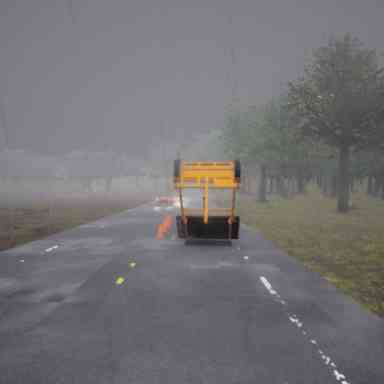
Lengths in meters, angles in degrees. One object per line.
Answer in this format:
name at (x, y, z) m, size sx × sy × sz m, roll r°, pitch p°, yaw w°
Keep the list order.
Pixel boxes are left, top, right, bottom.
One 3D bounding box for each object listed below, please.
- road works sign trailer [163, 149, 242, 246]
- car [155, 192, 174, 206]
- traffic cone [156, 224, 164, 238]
road works sign trailer at (0.548, 0.801, 11.772) m, size 2.380 × 3.560 × 2.880 m, roll 0°, pitch 46°, yaw 4°
car at (-3.538, 0.870, 43.062) m, size 2.097 × 1.767 × 4.553 m, roll 0°, pitch 1°, yaw 0°
traffic cone at (-1.467, 1.787, 15.334) m, size 0.340 × 0.580 × 0.340 m, roll 0°, pitch 1°, yaw 0°
